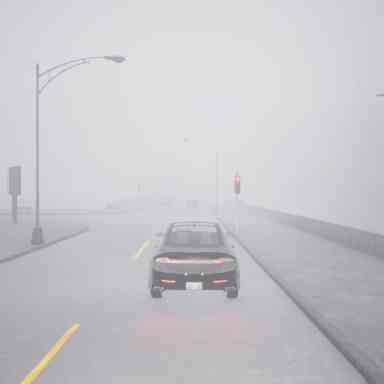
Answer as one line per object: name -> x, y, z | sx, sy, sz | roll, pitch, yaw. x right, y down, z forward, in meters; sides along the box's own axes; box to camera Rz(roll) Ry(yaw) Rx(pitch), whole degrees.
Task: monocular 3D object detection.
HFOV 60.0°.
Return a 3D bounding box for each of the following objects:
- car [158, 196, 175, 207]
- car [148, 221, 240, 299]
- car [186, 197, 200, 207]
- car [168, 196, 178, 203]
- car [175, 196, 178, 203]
car -> -4.118, 1.547, 50.860 | 2.033, 1.411, 5.357 | 0, 0, 0
car -> 0.059, 1.492, 8.469 | 2.128, 1.511, 4.902 | 0, 0, 0
car -> 0.048, 1.525, 49.794 | 1.812, 1.442, 4.674 | 0, 0, 0
car -> -4.029, 1.552, 70.343 | 1.994, 1.385, 4.181 | 0, 0, 0
car -> -4.094, 1.601, 60.526 | 1.895, 1.301, 4.718 | 0, 0, 0
